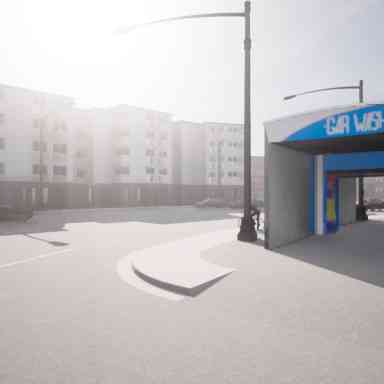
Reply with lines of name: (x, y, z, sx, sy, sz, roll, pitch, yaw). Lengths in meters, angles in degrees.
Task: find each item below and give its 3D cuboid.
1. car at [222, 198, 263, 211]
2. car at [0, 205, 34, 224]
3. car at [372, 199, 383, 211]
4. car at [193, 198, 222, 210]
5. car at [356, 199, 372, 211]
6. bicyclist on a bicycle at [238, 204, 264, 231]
car: (6.679, 1.506, 41.700, 4.892, 1.490, 1.837, 1, -1, -27)
car: (-13.465, 1.601, 22.717, 1.895, 1.301, 4.718, 0, 0, 31)
car: (22.009, 1.526, 39.913, 4.674, 1.442, 1.812, 0, 0, -18)
car: (2.410, 1.525, 43.317, 4.674, 1.442, 1.812, 0, 0, -30)
car: (15.684, 1.601, 34.084, 4.718, 1.301, 1.895, 0, 0, -22)
bicyclist on a bicycle: (3.233, 1.301, 18.267, 1.656, 1.620, 0.582, 0, 0, 38)
